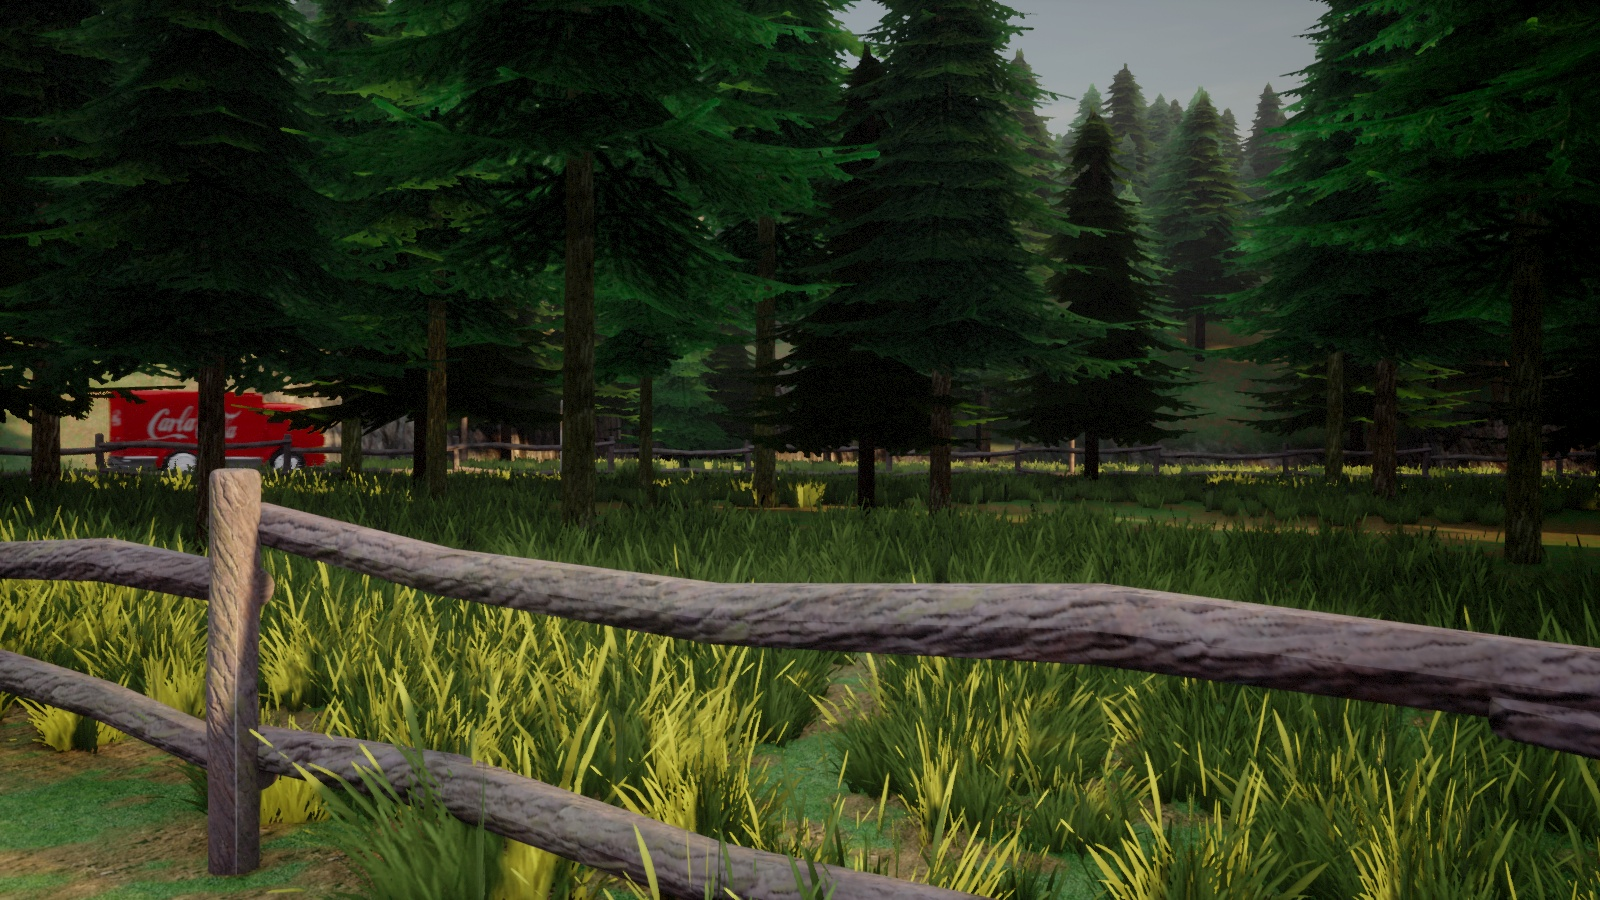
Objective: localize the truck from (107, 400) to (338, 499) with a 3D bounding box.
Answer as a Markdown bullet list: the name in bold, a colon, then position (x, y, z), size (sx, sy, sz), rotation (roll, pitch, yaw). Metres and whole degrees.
- **truck**: position (-15.590, -0.053, 34.032), size (5.204, 2.467, 2.627), rotation (-1, 1, -37)
